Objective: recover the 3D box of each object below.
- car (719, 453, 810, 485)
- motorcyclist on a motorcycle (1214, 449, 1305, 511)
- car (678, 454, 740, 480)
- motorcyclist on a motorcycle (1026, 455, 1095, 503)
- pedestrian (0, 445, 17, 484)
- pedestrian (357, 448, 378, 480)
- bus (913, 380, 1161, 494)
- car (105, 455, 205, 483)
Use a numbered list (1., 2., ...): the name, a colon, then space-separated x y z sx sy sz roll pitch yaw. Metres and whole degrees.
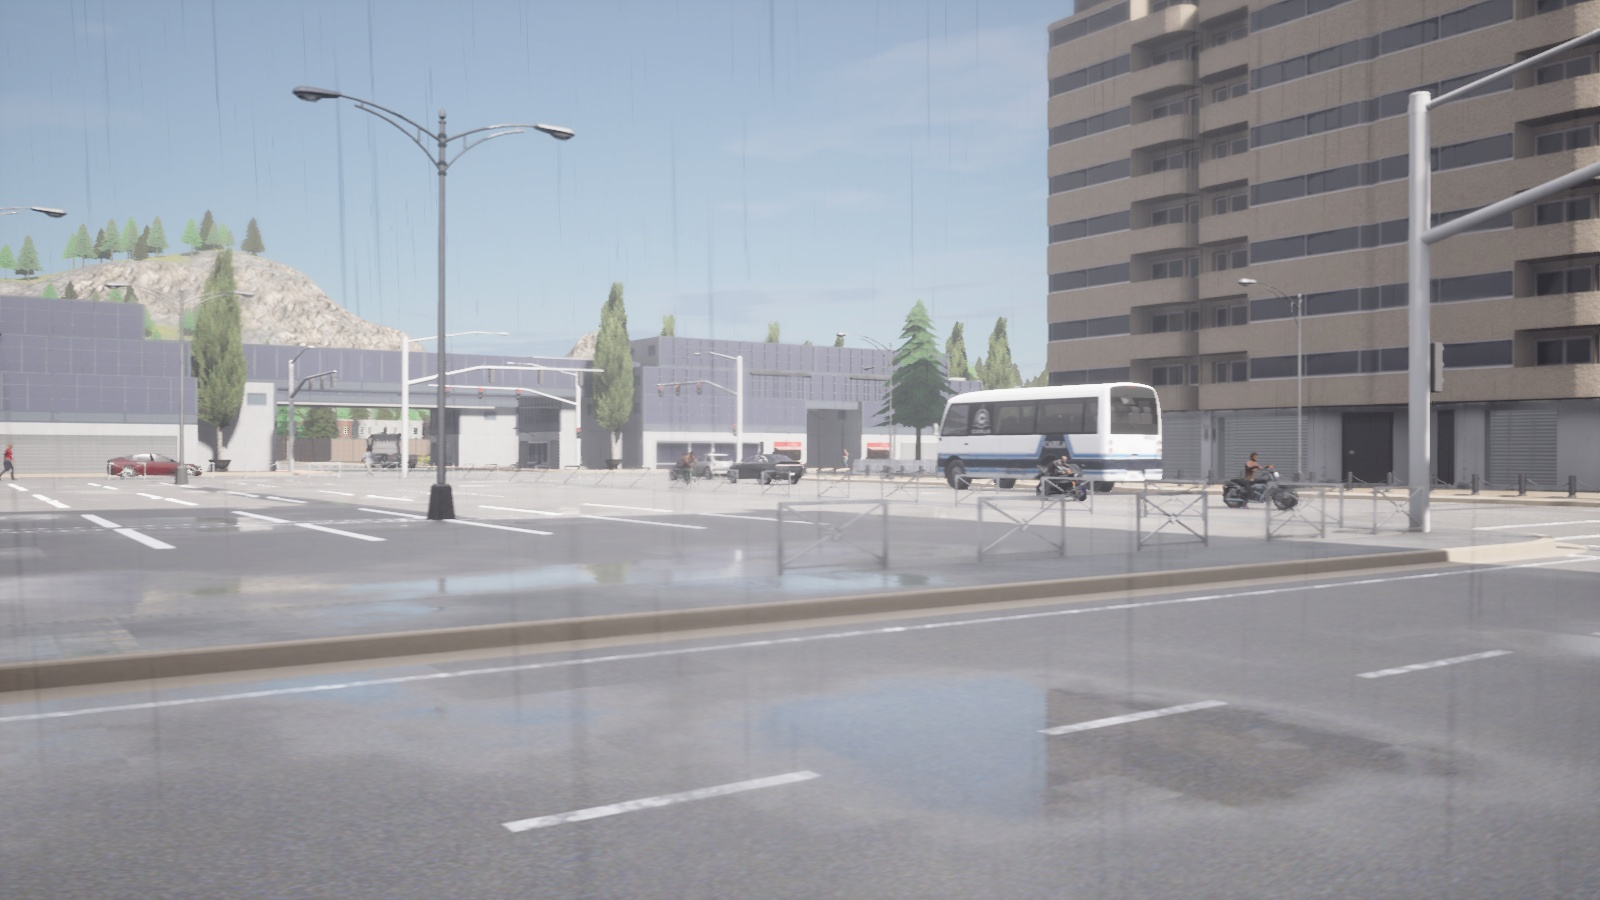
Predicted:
1. car: -1.811 0.912 62.026 2.128 1.511 4.902 0 0 -35
2. motorcyclist on a motorcycle: 12.720 0.809 34.838 0.766 1.649 2.350 0 0 -35
3. car: -5.349 0.957 73.303 1.970 1.475 3.806 0 0 -34
4. motorcyclist on a motorcycle: 8.480 0.918 40.974 0.866 1.530 2.191 0 0 -35
5. pedestrian: -37.551 0.684 59.585 0.636 1.846 0.331 0 0 -37
6. pedestrian: -25.416 0.824 73.841 0.874 1.855 0.900 0 0 -41
7. bus: 9.482 -0.469 51.926 3.944 4.253 10.273 0 0 -34
8. car: -36.238 1.049 70.545 4.792 1.488 2.163 0 0 -33
